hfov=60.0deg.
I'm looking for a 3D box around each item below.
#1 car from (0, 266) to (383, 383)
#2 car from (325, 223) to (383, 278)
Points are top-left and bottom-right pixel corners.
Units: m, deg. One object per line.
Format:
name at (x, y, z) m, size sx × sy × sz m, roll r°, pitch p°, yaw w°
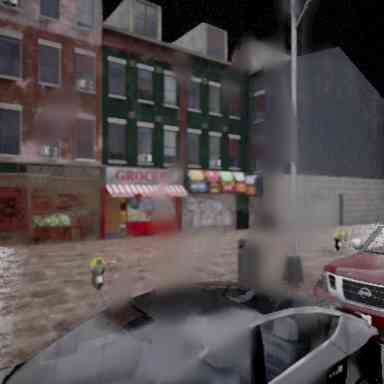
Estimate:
car at (-0.115, 1.581, 2.736) m, size 4.313 × 1.339 × 1.947 m, roll 1°, pitch -1°, yaw -35°
car at (4.304, 1.388, 5.890) m, size 5.009 × 1.841 × 2.192 m, roll 1°, pitch -1°, yaw -35°
